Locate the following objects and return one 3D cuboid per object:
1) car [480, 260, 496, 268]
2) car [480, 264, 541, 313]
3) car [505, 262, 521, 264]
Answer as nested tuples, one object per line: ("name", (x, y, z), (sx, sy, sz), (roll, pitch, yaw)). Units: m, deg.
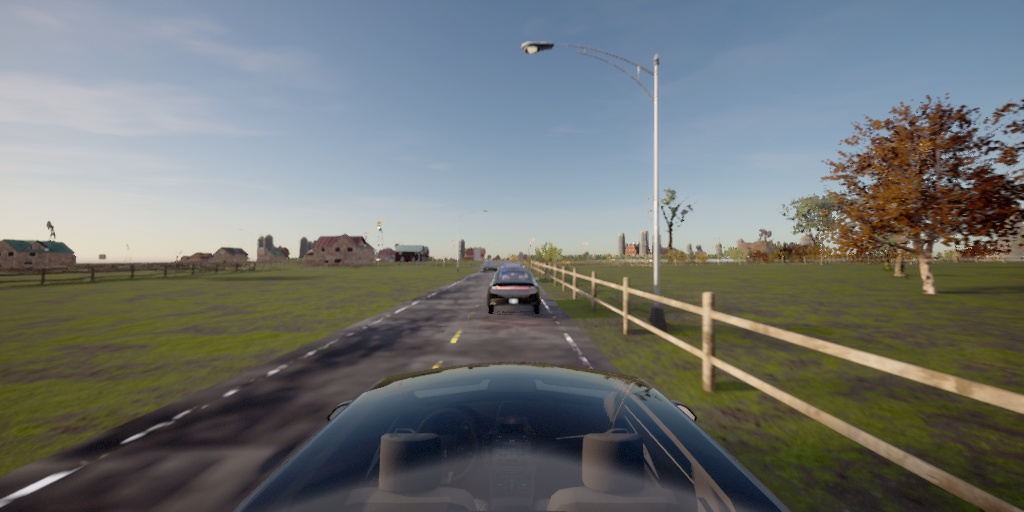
("car", (-2.821, 1.299, 44.397), (1.837, 1.490, 4.892), (0, 0, 0))
("car", (0.070, 1.251, 14.043), (2.128, 1.511, 4.902), (0, 0, 0))
("car", (0.077, 1.253, 30.499), (1.882, 1.535, 5.008), (0, 0, 0))
